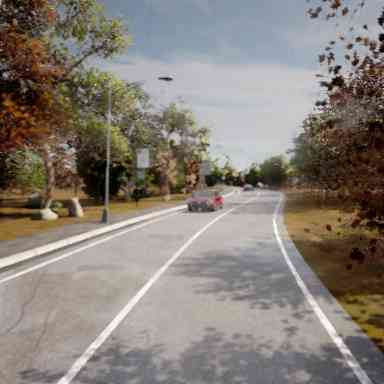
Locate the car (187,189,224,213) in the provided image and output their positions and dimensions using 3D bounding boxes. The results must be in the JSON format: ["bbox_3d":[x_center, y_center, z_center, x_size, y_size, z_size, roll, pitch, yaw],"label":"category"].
[{"bbox_3d":[1.125,0.597,26.201,2.097,1.767,4.553,0,2,15],"label":"car"}]

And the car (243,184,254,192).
[{"bbox_3d":[11.331,-0.813,66.827,1.812,1.442,4.674,1,2,8],"label":"car"}]
